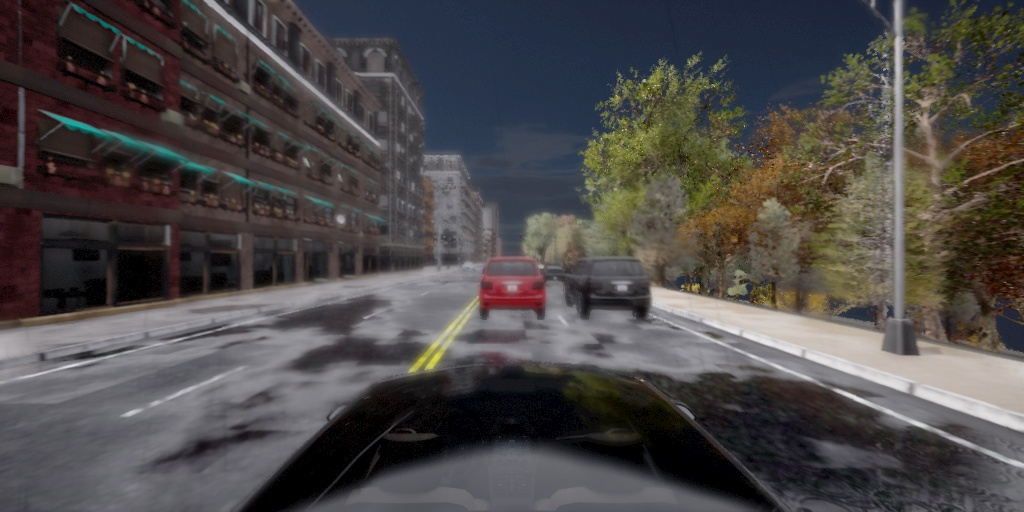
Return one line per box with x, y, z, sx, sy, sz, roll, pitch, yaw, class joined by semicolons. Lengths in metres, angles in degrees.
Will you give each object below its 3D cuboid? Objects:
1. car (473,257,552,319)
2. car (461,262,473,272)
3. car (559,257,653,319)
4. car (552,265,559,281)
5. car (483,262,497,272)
0.033;1.047;13.305;2.150;2.045;5.566;0;0;0;car
-6.562;1.626;54.562;1.812;1.442;4.674;0;-1;0;car
3.281;1.046;13.228;2.150;2.045;5.566;0;0;1;car
3.288;1.435;29.453;1.837;1.490;4.892;0;0;1;car
-3.309;1.611;55.189;1.837;1.490;4.892;0;-1;1;car
